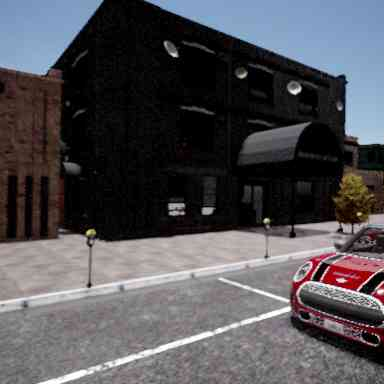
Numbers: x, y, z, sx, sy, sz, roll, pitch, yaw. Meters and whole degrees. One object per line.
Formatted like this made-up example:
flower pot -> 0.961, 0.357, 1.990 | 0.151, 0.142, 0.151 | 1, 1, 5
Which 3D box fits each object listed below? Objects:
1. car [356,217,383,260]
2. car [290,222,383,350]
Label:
car -> 8.072, 1.628, 12.306 | 4.206, 1.307, 1.802 | 0, 1, -35
car -> 3.899, 1.374, 6.161 | 4.553, 1.767, 2.097 | 0, 0, -36
